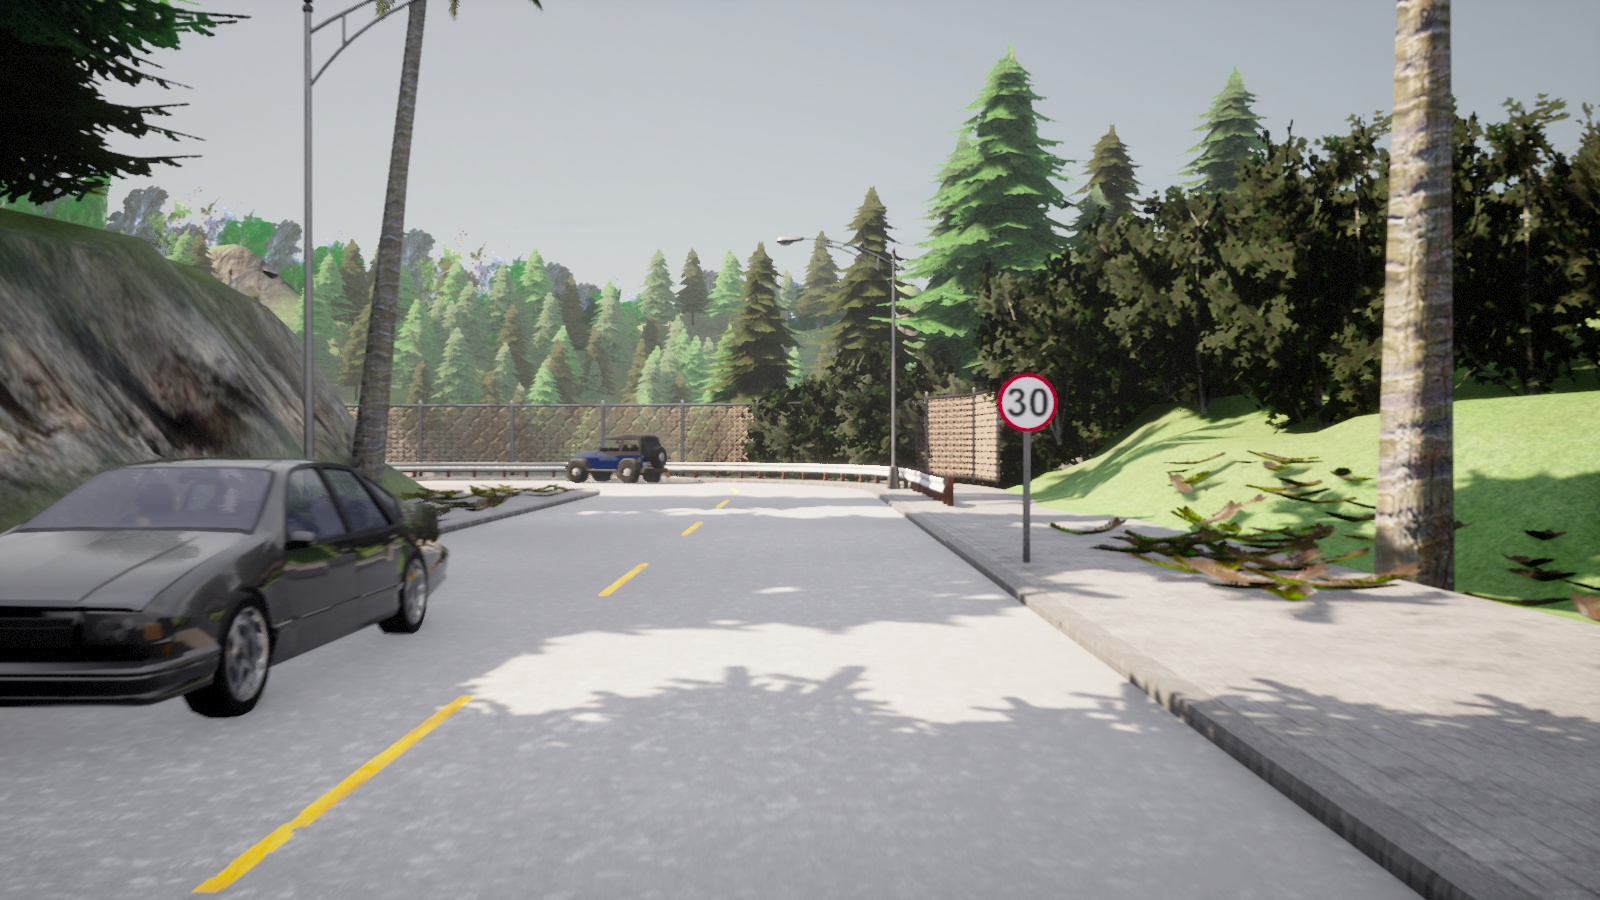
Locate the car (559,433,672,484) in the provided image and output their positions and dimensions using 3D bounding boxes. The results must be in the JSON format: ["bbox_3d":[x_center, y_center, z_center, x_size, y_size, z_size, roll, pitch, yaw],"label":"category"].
[{"bbox_3d":[-7.048,0.312,48.059,3.866,1.878,1.905,0,0,24],"label":"car"}]

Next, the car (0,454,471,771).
[{"bbox_3d":[-3.937,0.751,8.433,2.033,1.411,5.357,0,0,0],"label":"car"}]
